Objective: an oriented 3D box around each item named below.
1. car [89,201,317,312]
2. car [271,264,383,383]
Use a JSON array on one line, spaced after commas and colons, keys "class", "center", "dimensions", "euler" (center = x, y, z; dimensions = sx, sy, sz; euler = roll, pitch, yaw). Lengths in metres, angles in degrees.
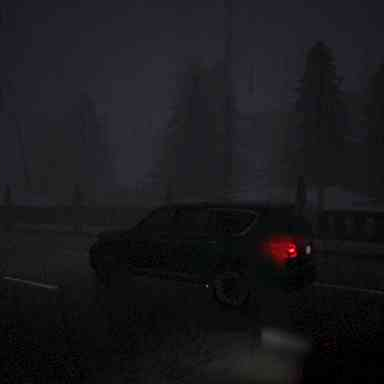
[{"class": "car", "center": [0.027, 1.247, 7.954], "dimensions": [5.566, 2.045, 2.150], "euler": [-1, 0, 33]}, {"class": "car", "center": [2.916, 1.499, 1.753], "dimensions": [4.674, 1.442, 1.812], "euler": [-1, 0, 36]}]
